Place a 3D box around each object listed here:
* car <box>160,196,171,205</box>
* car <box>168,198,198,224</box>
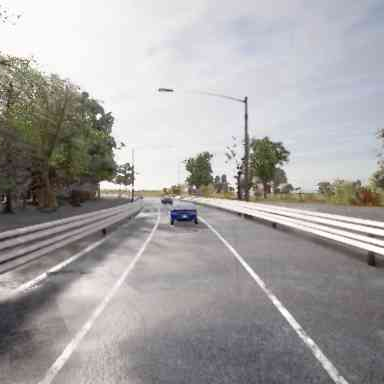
[{"bbox_3d":[-4.526,1.483,58.612,1.837,1.490,4.892,0,0,-9],"label":"car"},{"bbox_3d":[-0.679,1.484,24.882,1.882,1.535,5.008,0,0,-4],"label":"car"}]
